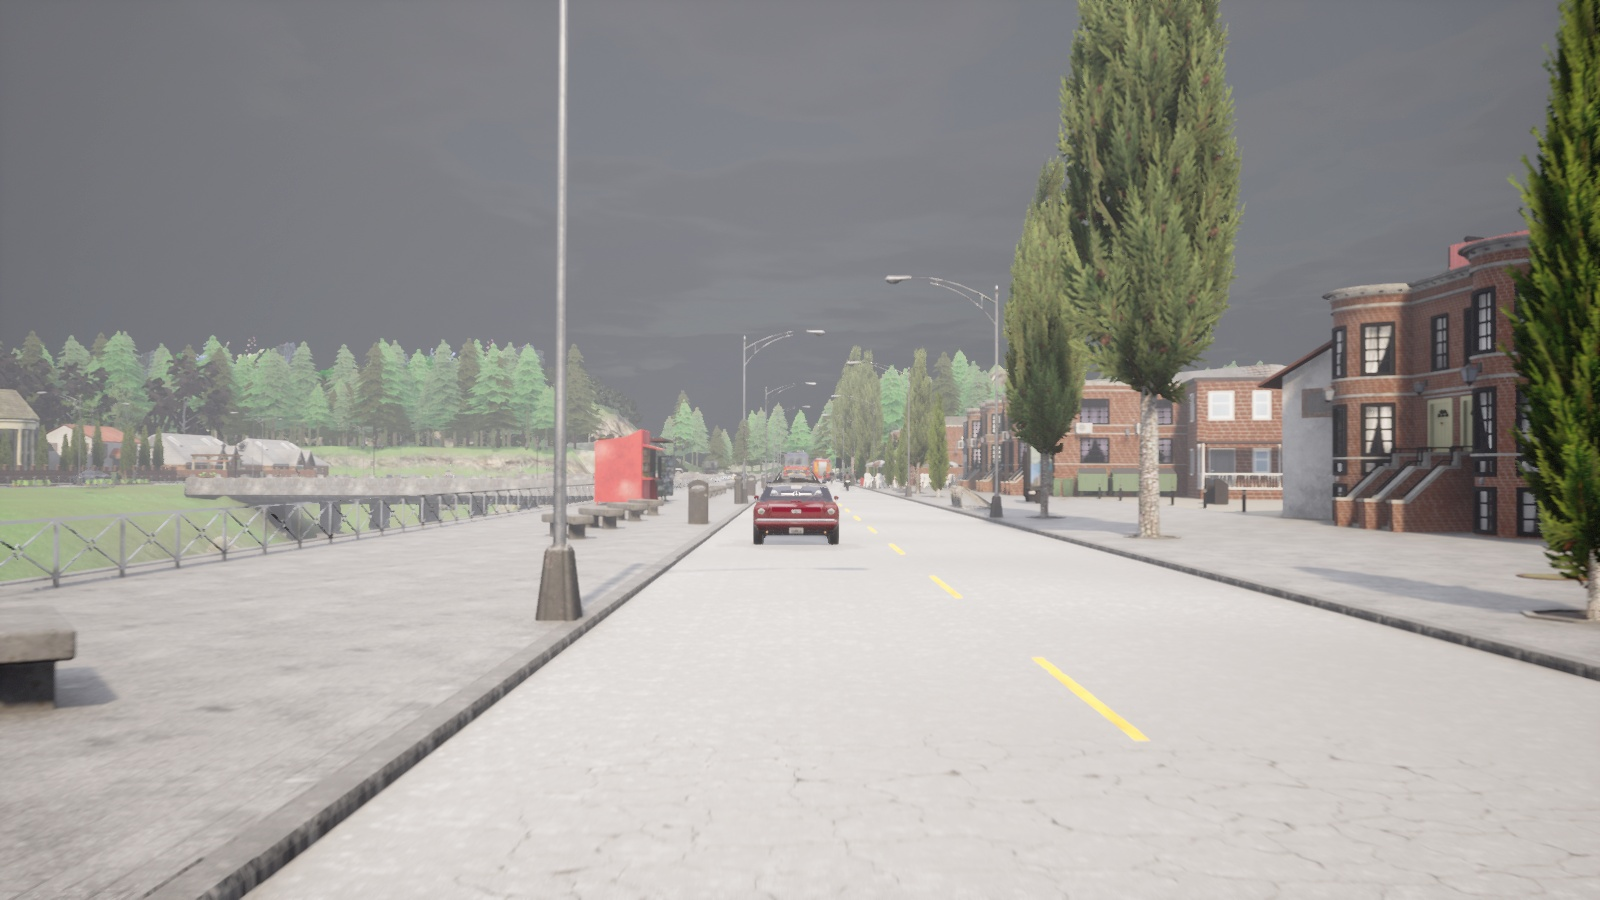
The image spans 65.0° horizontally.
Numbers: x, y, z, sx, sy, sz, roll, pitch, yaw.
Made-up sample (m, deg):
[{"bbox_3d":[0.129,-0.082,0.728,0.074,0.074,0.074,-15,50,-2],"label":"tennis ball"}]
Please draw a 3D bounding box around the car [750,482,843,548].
[{"bbox_3d":[-0.072,1.386,28.101,1.895,1.301,4.718,0,-1,0],"label":"car"}]

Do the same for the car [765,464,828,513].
[{"bbox_3d":[-0.118,1.352,45.298,2.152,1.651,5.027,0,-1,0],"label":"car"}]
